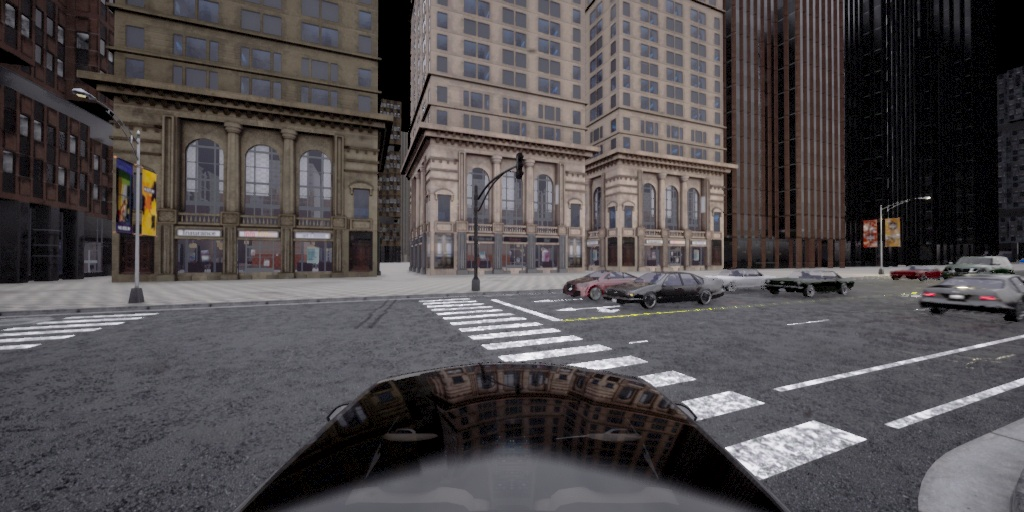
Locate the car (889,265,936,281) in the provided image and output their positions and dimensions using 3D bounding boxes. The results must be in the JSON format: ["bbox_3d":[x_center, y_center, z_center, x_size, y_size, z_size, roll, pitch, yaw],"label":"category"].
[{"bbox_3d":[33.692,1.440,29.752,4.718,1.301,1.895,0,-1,-22],"label":"car"}]

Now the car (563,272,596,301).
[{"bbox_3d":[4.670,1.412,18.020,4.181,1.385,1.994,0,0,-22],"label":"car"}]

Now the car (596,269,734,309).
[{"bbox_3d":[6.530,1.366,15.272,5.357,1.411,2.033,0,0,-22],"label":"car"}]

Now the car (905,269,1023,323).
[{"bbox_3d":[16.065,1.304,12.023,5.357,1.411,2.033,0,0,-22],"label":"car"}]

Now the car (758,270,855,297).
[{"bbox_3d":[15.738,1.414,19.015,4.718,1.301,1.895,0,0,-22],"label":"car"}]

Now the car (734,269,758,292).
[{"bbox_3d":[13.448,1.443,21.592,4.718,1.301,1.895,0,0,-22],"label":"car"}]

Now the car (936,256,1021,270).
[{"bbox_3d":[34.670,1.033,26.647,5.566,2.045,2.150,0,-1,-22],"label":"car"}]
